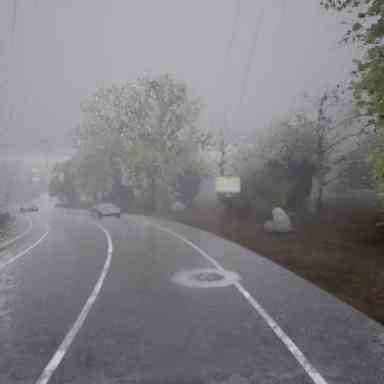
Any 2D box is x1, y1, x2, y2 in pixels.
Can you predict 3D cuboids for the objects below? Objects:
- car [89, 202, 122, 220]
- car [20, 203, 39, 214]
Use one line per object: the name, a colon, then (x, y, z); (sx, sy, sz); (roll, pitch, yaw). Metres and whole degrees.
car: (-7.783, 1.626, 29.471); (2.033, 1.411, 5.357); (-3, 1, -28)
car: (-23.003, 2.254, 46.925); (1.994, 1.385, 4.181); (-4, 1, -34)
